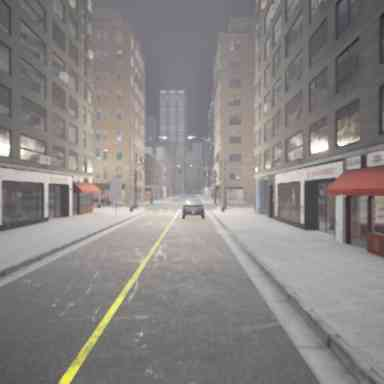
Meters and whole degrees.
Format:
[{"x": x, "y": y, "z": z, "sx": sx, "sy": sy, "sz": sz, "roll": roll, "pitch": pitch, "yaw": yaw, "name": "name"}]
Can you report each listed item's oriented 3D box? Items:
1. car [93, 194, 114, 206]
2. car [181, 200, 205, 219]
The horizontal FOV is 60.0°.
[{"x": -14.865, "y": 1.216, "z": 52.839, "sx": 5.009, "sy": 1.841, "sz": 2.192, "roll": 0, "pitch": 0, "yaw": 0, "name": "car"}, {"x": 0.115, "y": 1.430, "z": 28.818, "sx": 2.128, "sy": 1.511, "sz": 4.902, "roll": 0, "pitch": 0, "yaw": 0, "name": "car"}]
